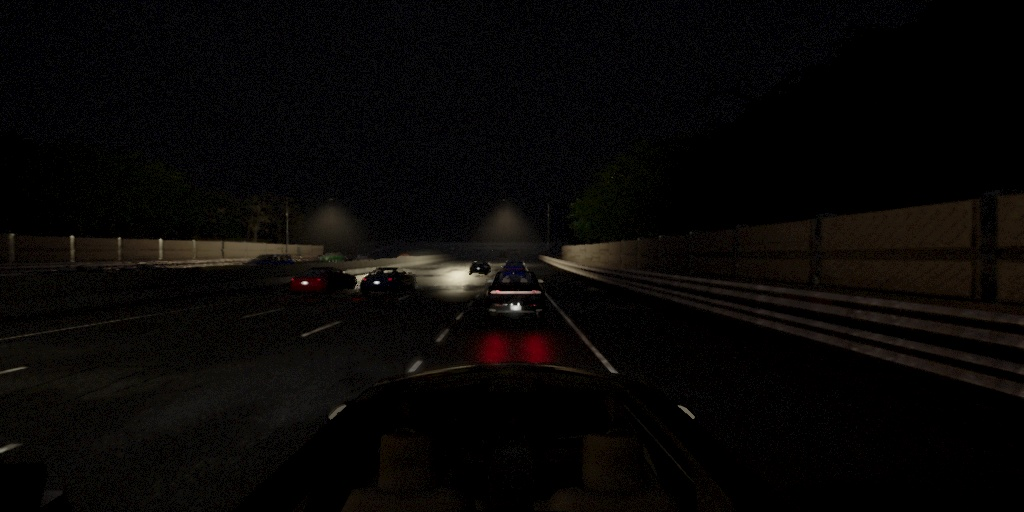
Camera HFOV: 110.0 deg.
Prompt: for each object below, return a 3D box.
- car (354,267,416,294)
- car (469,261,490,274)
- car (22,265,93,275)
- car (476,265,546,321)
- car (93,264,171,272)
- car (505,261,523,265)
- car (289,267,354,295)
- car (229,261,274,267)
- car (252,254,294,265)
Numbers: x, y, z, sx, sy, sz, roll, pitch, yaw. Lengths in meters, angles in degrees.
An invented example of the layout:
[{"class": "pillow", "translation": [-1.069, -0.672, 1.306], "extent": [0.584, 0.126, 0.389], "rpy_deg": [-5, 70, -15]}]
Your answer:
[{"class": "car", "translation": [-6.862, 1.321, 20.221], "extent": [1.994, 1.385, 4.181], "rpy_deg": [0, 0, 0]}, {"class": "car", "translation": [-3.362, 1.186, 38.109], "extent": [1.994, 1.385, 4.181], "rpy_deg": [0, 1, 0]}, {"class": "car", "translation": [-31.535, 1.335, 25.824], "extent": [1.895, 1.301, 4.718], "rpy_deg": [0, 0, 0]}, {"class": "car", "translation": [0.115, 1.249, 12.522], "extent": [2.128, 1.511, 4.902], "rpy_deg": [0, 0, 0]}, {"class": "car", "translation": [-28.025, 1.291, 27.062], "extent": [1.994, 1.385, 4.181], "rpy_deg": [0, 0, 0]}, {"class": "car", "translation": [0.190, 1.181, 30.719], "extent": [1.882, 1.535, 5.008], "rpy_deg": [0, 0, 0]}, {"class": "car", "translation": [-10.363, 1.321, 19.966], "extent": [1.994, 1.385, 4.181], "rpy_deg": [0, 0, 0]}, {"class": "car", "translation": [-21.026, 1.326, 27.543], "extent": [1.895, 1.301, 4.718], "rpy_deg": [0, 0, 0]}, {"class": "car", "translation": [-24.470, 0.865, 36.162], "extent": [2.150, 2.045, 5.566], "rpy_deg": [0, 1, 0]}]
